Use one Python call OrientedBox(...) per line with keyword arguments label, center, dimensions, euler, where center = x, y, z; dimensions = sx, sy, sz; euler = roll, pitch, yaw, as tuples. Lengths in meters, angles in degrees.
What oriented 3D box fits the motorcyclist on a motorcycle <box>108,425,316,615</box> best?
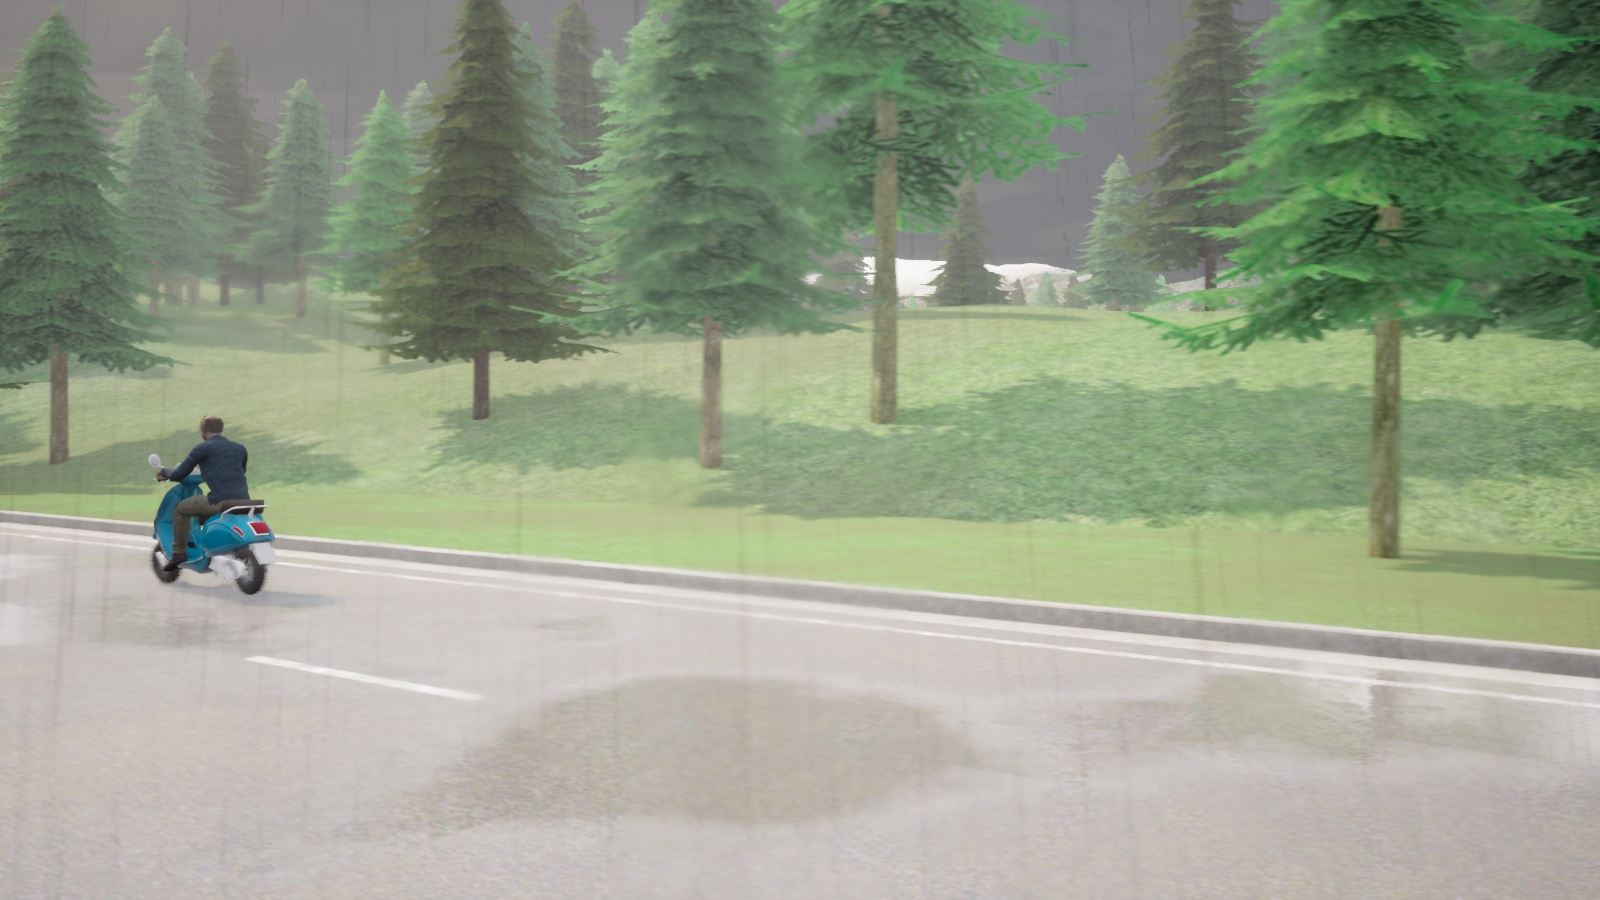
OrientedBox(label="motorcyclist on a motorcycle", center=(-5.329, 0.575, 11.365), dimensions=(1.817, 1.590, 0.866), euler=(0, 1, 34))
